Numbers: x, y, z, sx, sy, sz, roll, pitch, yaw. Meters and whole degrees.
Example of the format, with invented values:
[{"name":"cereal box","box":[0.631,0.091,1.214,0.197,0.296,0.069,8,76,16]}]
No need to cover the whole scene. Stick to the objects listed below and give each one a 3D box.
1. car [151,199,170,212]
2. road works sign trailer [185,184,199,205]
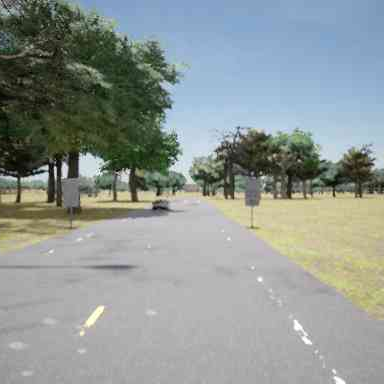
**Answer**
[{"name":"car","box":[-3.602,1.499,39.155,2.033,1.411,5.357,0,0,0]},{"name":"road works sign trailer","box":[0.068,0.396,57.063,2.380,3.560,2.880,0,0,0]}]
